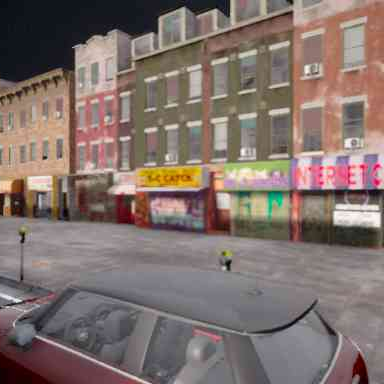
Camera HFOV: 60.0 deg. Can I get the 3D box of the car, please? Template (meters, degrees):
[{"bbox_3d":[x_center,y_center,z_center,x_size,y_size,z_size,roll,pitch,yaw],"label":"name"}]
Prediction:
[{"bbox_3d":[-0.582,1.440,3.219,4.097,1.590,1.967,0,0,35],"label":"car"}]
